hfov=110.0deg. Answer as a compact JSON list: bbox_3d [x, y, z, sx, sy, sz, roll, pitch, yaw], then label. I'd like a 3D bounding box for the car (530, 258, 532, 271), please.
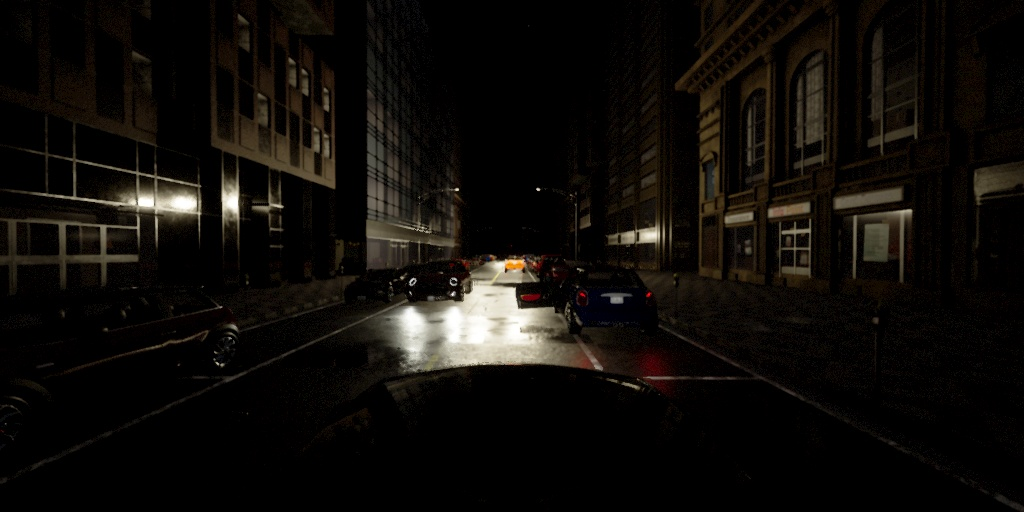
[{"bbox_3d":[2.951,1.031,32.521,1.948,1.339,4.313,0,0,0],"label":"car"}]

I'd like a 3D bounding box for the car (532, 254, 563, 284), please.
[{"bbox_3d":[2.916,0.830,26.919,2.192,1.841,5.009,0,0,0],"label":"car"}]

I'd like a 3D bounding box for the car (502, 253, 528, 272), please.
[{"bbox_3d":[0.296,0.764,38.375,2.097,1.767,4.553,0,0,1],"label":"car"}]

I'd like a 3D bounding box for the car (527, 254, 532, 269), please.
[{"bbox_3d":[2.986,0.855,38.122,1.967,1.591,4.097,0,0,0],"label":"car"}]

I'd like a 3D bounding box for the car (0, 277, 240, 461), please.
[{"bbox_3d":[-5.750,1.164,4.554,1.967,1.591,4.097,0,0,0],"label":"car"}]

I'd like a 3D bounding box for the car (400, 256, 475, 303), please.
[{"bbox_3d":[-3.016,0.972,15.667,2.097,1.767,4.553,0,1,0],"label":"car"}]

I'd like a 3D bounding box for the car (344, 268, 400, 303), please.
[{"bbox_3d":[-5.679,1.185,15.757,1.948,1.339,4.313,0,0,0],"label":"car"}]

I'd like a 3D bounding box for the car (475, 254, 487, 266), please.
[{"bbox_3d":[-5.434,0.705,54.969,1.967,1.591,4.097,0,0,0],"label":"car"}]

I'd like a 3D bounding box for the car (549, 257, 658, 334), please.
[{"bbox_3d":[2.439,1.020,10.416,2.097,1.767,4.553,0,1,0],"label":"car"}]

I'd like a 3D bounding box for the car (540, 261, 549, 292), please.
[{"bbox_3d":[2.881,1.148,21.318,1.802,1.307,4.207,0,0,0],"label":"car"}]

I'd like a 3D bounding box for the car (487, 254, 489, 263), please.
[{"bbox_3d":[-5.399,0.760,60.571,1.888,1.381,4.507,0,0,0],"label":"car"}]
